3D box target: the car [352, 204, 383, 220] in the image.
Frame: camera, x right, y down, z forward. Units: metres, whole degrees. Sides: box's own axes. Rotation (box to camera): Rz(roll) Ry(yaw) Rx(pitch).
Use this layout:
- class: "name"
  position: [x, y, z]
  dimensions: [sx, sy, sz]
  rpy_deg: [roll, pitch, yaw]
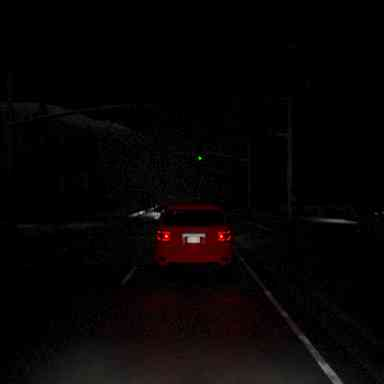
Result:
- class: "car"
  position: [16.523, 1.790, 28.957]
  dimensions: [4.892, 1.490, 1.837]
  rpy_deg: [0, -1, -2]

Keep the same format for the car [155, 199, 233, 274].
- class: "car"
  position: [0.064, 1.327, 11.094]
  dimensions: [2.150, 2.045, 5.566]
  rpy_deg: [0, 0, 0]

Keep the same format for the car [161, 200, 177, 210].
- class: "car"
  position: [-3.642, 1.987, 53.060]
  dimensions: [2.128, 1.511, 4.902]
  rpy_deg: [0, -1, 0]

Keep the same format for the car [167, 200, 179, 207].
- class: "car"
  position: [-3.617, 2.152, 62.944]
  dimensions: [1.994, 1.385, 4.181]
  rpy_deg: [0, -1, 0]

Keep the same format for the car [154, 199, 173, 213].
- class: "car"
  position: [-3.636, 1.759, 43.567]
  dimensions: [2.097, 1.767, 4.553]
  rpy_deg: [0, -1, 0]

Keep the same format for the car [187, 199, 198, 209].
- class: "car"
  position: [0.042, 2.029, 56.181]
  dimensions: [1.837, 1.490, 4.892]
  rpy_deg: [0, -1, 0]
